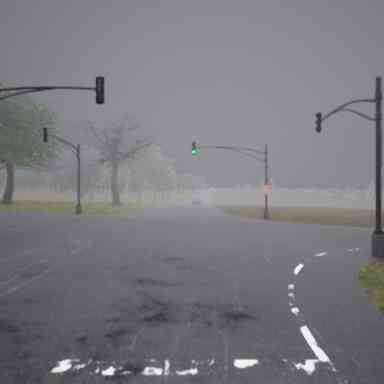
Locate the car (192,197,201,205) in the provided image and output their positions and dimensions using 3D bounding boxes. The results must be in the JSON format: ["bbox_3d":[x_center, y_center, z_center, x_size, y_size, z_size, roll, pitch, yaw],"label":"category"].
[{"bbox_3d":[0.988,1.973,70.791,1.994,1.385,4.181,0,-1,1],"label":"car"}]

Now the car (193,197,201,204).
[{"bbox_3d":[1.206,2.054,80.830,1.837,1.490,4.892,0,-2,1],"label":"car"}]
